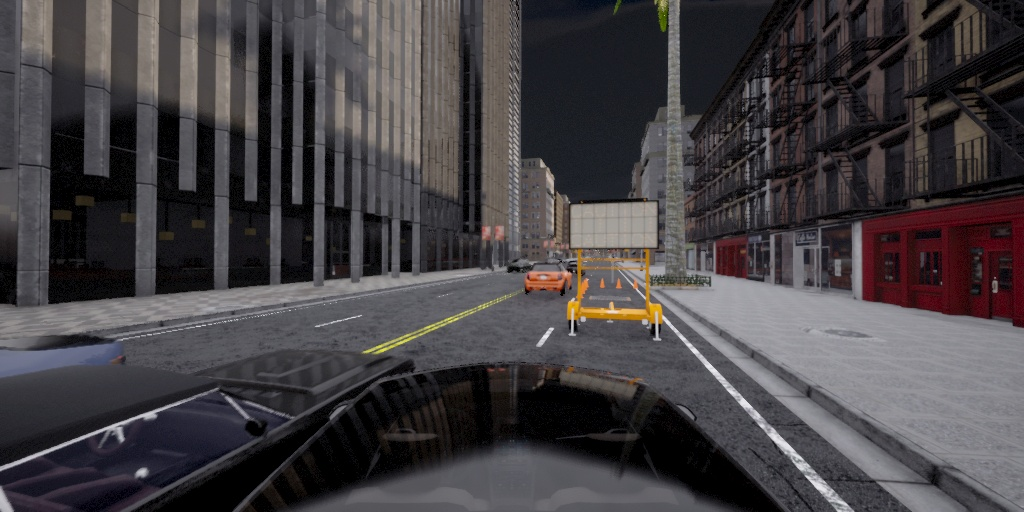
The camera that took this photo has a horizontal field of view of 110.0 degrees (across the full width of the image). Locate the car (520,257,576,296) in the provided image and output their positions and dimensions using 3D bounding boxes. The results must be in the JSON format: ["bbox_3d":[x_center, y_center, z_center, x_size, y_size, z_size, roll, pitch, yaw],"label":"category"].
[{"bbox_3d":[2.123,1.107,19.855,2.097,1.767,4.553,0,0,15],"label":"car"}]

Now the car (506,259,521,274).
[{"bbox_3d":[0.813,1.102,41.382,2.097,1.767,4.553,0,0,15],"label":"car"}]

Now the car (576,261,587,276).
[{"bbox_3d":[6.670,1.256,37.294,1.837,1.490,4.892,0,0,15],"label":"car"}]

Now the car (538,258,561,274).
[{"bbox_3d":[4.580,1.101,42.945,2.097,1.767,4.553,0,0,15],"label":"car"}]

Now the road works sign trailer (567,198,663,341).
[{"bbox_3d":[2.833,0.217,10.105,2.380,3.560,2.880,0,0,15],"label":"road works sign trailer"}]

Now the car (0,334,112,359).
[{"bbox_3d":[-6.029,1.296,2.147,2.033,1.411,5.357,0,0,14],"label":"car"}]

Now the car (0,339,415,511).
[{"bbox_3d":[-2.452,1.350,2.175,1.895,1.301,4.718,0,0,14],"label":"car"}]
